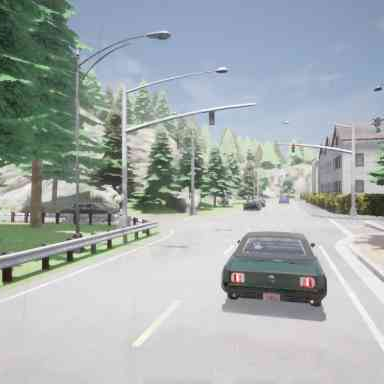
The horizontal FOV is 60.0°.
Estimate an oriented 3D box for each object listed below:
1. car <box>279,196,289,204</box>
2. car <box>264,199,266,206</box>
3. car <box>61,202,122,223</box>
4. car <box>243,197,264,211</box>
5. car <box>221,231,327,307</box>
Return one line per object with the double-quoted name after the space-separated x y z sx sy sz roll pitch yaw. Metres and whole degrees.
17.596 1.547 63.512 2.033 1.411 5.357 0 0 16 "car"
10.261 1.491 51.035 2.128 1.511 4.902 0 0 16 "car"
-7.703 1.520 25.752 4.892 1.490 1.837 0 0 15 "car"
7.486 1.601 41.228 1.895 1.301 4.718 0 0 16 "car"
2.021 1.601 8.106 1.895 1.301 4.718 0 0 15 "car"
